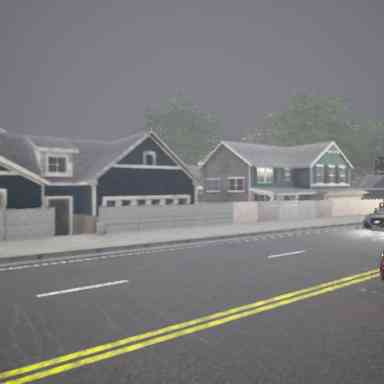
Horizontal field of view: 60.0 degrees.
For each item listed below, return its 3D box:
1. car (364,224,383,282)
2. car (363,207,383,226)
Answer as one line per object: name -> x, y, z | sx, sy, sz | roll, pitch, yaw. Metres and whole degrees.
car -> 6.217, 1.518, 7.872 | 4.674, 1.442, 1.812 | 0, 0, -36
car -> 12.344, 1.575, 20.429 | 4.181, 1.385, 1.994 | 0, 0, -35
